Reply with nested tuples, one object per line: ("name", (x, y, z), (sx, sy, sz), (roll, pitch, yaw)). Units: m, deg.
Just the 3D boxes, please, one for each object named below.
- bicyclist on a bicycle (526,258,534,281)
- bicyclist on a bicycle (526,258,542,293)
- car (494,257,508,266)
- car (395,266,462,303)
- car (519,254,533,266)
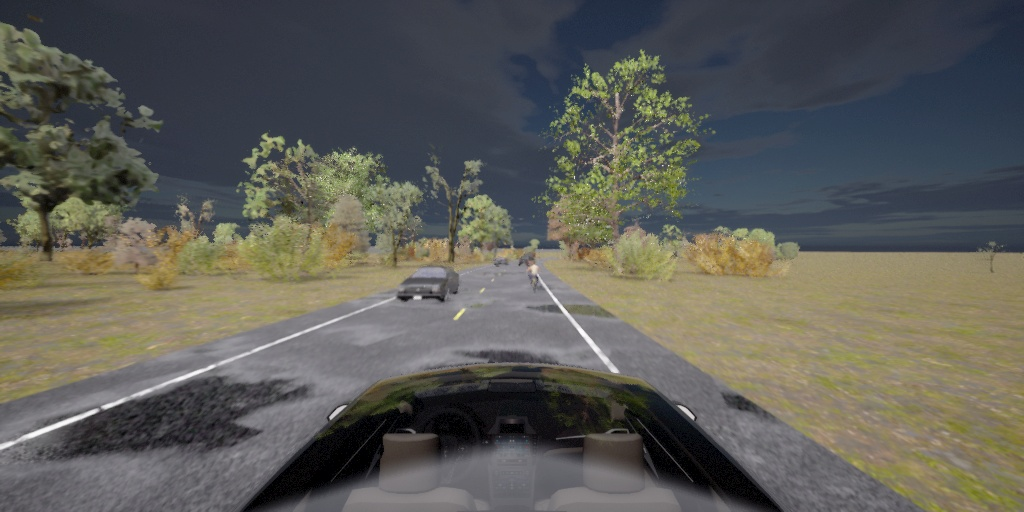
("bicyclist on a bicycle", (1.347, 0.974, 26.855), (0.582, 1.620, 1.656), (0, 0, 2))
("bicyclist on a bicycle", (1.127, 1.028, 18.330), (0.866, 1.612, 1.509), (0, 0, 1))
("car", (-1.686, 0.876, 56.646), (1.994, 1.385, 4.181), (0, 0, 4))
("car", (-3.475, 1.148, 16.022), (2.033, 1.411, 5.357), (0, 1, 1))
("car", (2.117, 0.816, 59.305), (1.837, 1.490, 4.892), (0, 0, 5))
